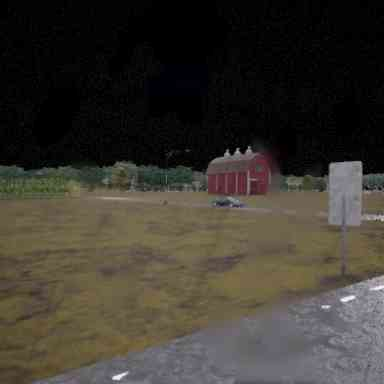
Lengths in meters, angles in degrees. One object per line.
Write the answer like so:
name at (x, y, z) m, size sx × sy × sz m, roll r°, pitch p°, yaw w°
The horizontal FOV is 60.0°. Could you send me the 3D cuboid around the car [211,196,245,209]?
car at (4.352, 1.231, 40.377) m, size 1.837 × 1.490 × 4.892 m, roll 1°, pitch 0°, yaw -36°
